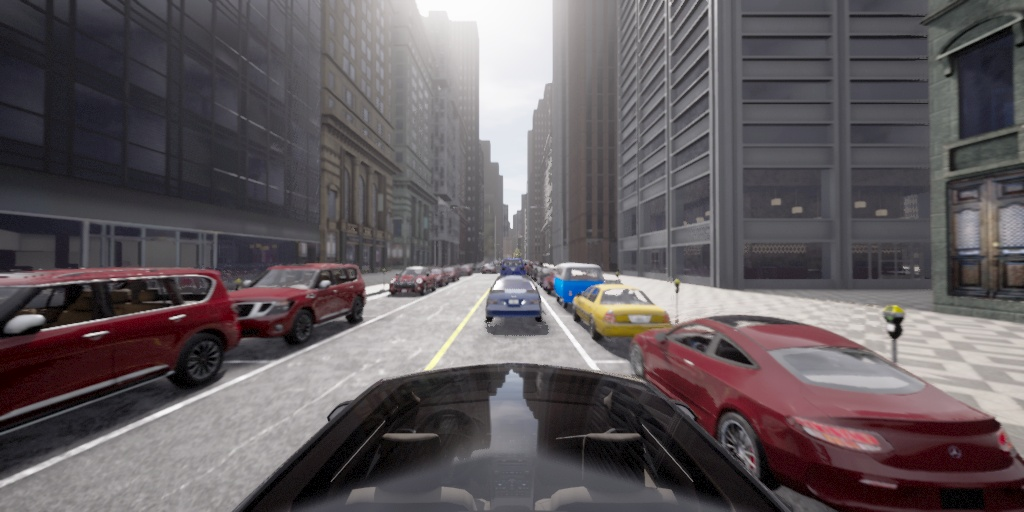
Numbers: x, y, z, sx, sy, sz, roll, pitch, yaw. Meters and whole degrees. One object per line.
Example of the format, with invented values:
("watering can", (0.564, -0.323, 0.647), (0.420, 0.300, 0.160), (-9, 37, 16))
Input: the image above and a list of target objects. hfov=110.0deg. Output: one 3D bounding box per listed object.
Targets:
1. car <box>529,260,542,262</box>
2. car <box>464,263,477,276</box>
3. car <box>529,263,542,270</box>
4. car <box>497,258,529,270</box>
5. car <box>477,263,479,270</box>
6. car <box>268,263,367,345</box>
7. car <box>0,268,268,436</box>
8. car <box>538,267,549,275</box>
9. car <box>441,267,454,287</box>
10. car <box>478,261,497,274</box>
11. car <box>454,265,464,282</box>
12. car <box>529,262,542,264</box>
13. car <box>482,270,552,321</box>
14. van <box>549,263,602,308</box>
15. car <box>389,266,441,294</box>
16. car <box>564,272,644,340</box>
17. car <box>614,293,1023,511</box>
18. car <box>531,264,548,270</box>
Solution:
("car", (2.768, 1.445, 43.723), (2.192, 1.841, 5.009), (0, 0, 0))
("car", (-5.757, 1.712, 43.718), (1.802, 1.307, 4.207), (0, 0, 0))
("car", (2.767, 1.590, 32.451), (1.948, 1.339, 4.313), (0, 0, 0))
("car", (0.091, 1.239, 31.845), (2.150, 2.045, 5.566), (0, -1, 0))
("car", (-5.754, 1.855, 60.627), (1.948, 1.339, 4.313), (0, 0, 0))
("car", (-5.761, 1.135, 9.904), (2.192, 1.841, 5.009), (0, 0, 0))
("car", (-5.762, 1.086, 4.267), (2.192, 1.841, 5.009), (0, 0, 0))
("car", (2.765, 1.503, 21.178), (1.802, 1.307, 4.207), (0, 0, 0))
("car", (-5.759, 1.554, 26.810), (1.802, 1.307, 4.207), (0, 0, 0))
("car", (-3.079, 1.741, 48.747), (1.994, 1.385, 4.181), (0, -1, 0))
("car", (-5.758, 1.606, 32.446), (1.802, 1.307, 4.207), (0, 0, 0))
("car", (2.768, 1.643, 38.087), (1.948, 1.339, 4.313), (0, 0, 0))
("car", (0.069, 1.395, 12.895), (2.033, 1.411, 5.357), (0, 0, 0))
("van", (2.765, 1.211, 15.542), (1.690, 1.789, 3.998), (0, 0, 0))
("car", (-5.760, 1.360, 21.174), (1.967, 1.591, 4.097), (0, 0, 0))
("car", (2.764, 1.346, 10.075), (1.751, 1.417, 4.829), (0, 0, 0))
("car", (2.763, 1.354, 4.269), (1.802, 1.307, 4.207), (0, 0, 0))
("car", (2.766, 1.523, 26.815), (2.007, 1.370, 4.403), (0, 0, 0))
